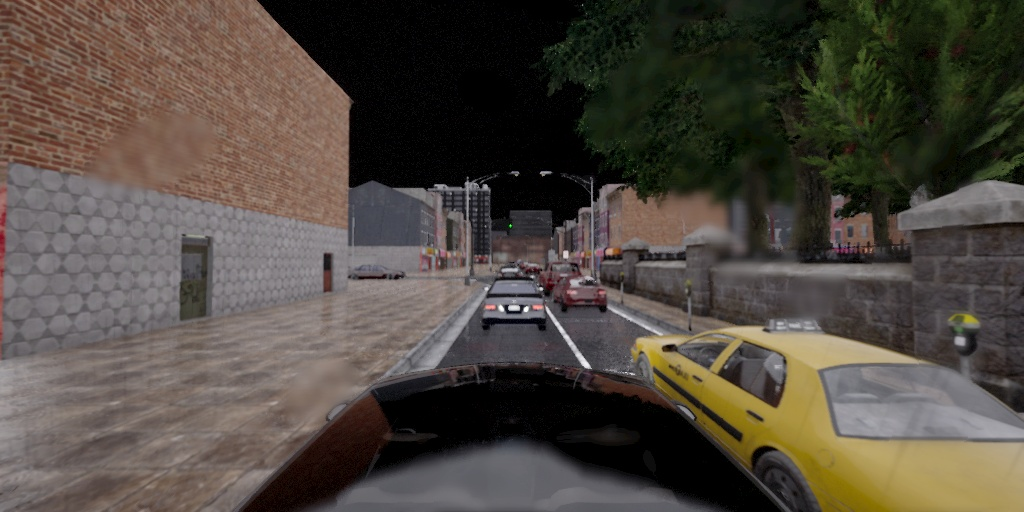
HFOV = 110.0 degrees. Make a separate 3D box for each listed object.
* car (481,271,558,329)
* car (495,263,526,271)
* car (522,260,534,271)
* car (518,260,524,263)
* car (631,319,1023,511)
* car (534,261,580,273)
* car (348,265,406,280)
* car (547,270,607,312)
[{"bbox_3d":[0.061,1.359,11.432,2.033,1.411,5.357,0,0,0],"label":"car"},{"bbox_3d":[-0.255,1.440,26.038,1.812,1.442,4.674,0,0,-3],"label":"car"},{"bbox_3d":[2.580,1.621,46.252,1.888,1.381,4.507,0,0,0],"label":"car"},{"bbox_3d":[2.558,1.765,62.563,1.888,1.381,4.507,0,0,0],"label":"car"},{"bbox_3d":[2.638,1.286,3.647,1.751,1.417,4.829,0,0,0],"label":"car"},{"bbox_3d":[2.616,1.184,19.824,2.192,1.841,5.009,0,0,0],"label":"car"},{"bbox_3d":[-12.087,1.466,31.353,5.357,1.411,2.033,0,-1,-4],"label":"car"},{"bbox_3d":[2.623,1.414,14.375,1.802,1.307,4.207,0,0,0],"label":"car"}]
